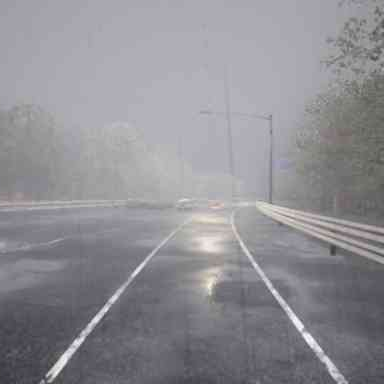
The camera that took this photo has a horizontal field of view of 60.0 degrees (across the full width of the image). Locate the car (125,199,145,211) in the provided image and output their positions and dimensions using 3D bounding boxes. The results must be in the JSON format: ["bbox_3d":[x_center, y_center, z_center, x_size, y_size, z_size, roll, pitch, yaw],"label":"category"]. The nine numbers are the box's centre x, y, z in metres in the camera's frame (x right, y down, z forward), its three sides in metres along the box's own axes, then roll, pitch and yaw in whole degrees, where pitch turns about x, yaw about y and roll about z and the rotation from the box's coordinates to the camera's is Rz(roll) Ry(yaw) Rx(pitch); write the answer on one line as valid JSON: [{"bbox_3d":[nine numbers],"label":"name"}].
[{"bbox_3d":[-7.408,1.731,45.614,2.128,1.511,4.902,0,-1,14],"label":"car"}]

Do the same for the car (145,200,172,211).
[{"bbox_3d":[-4.034,1.797,44.677,2.033,1.411,5.357,0,-1,14],"label":"car"}]

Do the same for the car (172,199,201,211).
[{"bbox_3d":[-0.642,1.862,43.807,1.895,1.301,4.718,0,-1,14],"label":"car"}]

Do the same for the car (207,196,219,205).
[{"bbox_3d":[5.187,1.983,81.308,2.150,2.045,5.566,0,-1,14],"label":"car"}]

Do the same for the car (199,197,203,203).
[{"bbox_3d":[2.756,2.156,85.986,2.097,1.767,4.553,0,-1,14],"label":"car"}]

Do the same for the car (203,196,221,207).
[{"bbox_3d":[4.137,1.874,62.820,2.097,1.767,4.553,0,-1,14],"label":"car"}]
